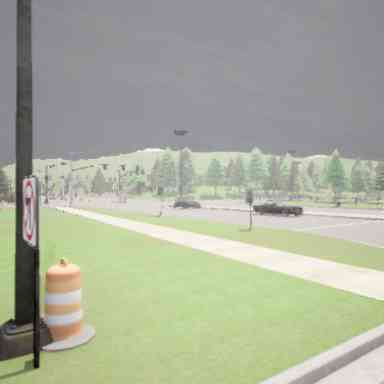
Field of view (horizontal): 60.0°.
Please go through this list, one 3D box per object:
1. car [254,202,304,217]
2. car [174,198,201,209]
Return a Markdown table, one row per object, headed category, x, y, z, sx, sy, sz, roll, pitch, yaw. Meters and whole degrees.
| category | x | y | z | sx | sy | sz | roll | pitch | yaw |
| --- | --- | --- | --- | --- | --- | --- | --- | --- | --- |
| car | 8.145 | 1.580 | 31.388 | 1.895 | 1.301 | 4.718 | 0 | 0 | -35 |
| car | -0.672 | 1.505 | 44.166 | 1.812 | 1.442 | 4.674 | 0 | 0 | -35 |
